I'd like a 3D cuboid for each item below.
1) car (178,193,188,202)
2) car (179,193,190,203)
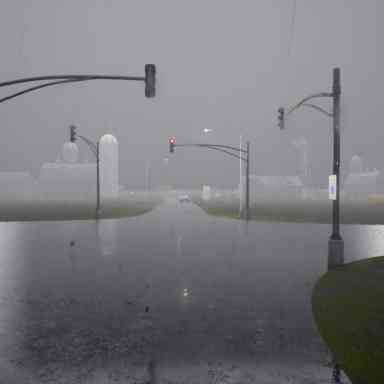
[{"bbox_3d":[-2.091,1.189,79.909,2.150,2.045,5.566,0,0,-4],"label":"car"},{"bbox_3d":[-1.508,1.553,69.874,1.812,1.442,4.674,0,0,-3],"label":"car"}]
